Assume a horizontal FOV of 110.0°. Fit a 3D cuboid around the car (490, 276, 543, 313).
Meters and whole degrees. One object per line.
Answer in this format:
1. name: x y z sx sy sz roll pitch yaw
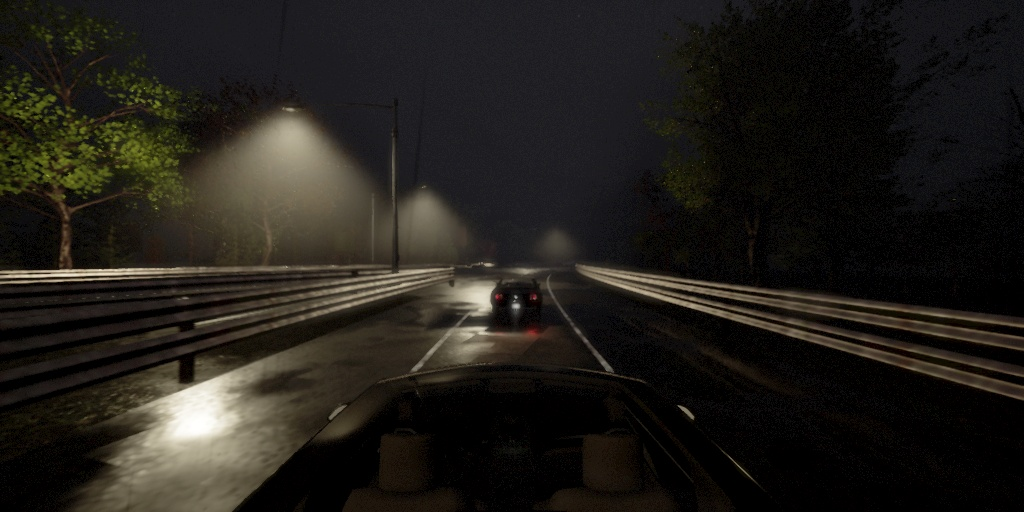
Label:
1. car: 0.257 1.486 14.765 1.895 1.301 4.718 0 -1 3
